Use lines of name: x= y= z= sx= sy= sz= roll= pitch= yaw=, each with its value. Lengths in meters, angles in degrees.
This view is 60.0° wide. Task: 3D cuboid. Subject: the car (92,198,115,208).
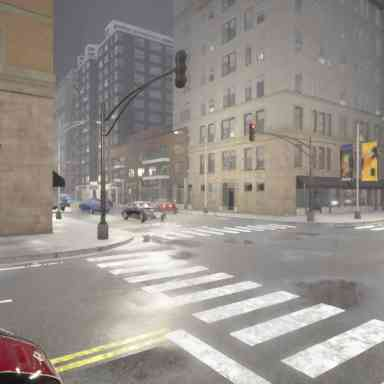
car: x=-12.651 y=1.560 z=47.556 sx=1.802 sy=1.307 sz=4.206 roll=0 pitch=0 yaw=-35

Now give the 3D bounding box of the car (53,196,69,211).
car: x=-16.072 y=1.517 z=38.479 sx=1.947 sy=1.339 sz=4.313 roll=0 pitch=0 yaw=-35

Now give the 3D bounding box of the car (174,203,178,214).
car: x=-3.228 y=1.425 z=34.181 sx=1.967 sy=1.590 sz=4.097 roll=0 pitch=0 yaw=-35

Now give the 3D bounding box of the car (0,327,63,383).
car: x=-2.864 y=1.352 z=1.426 sx=4.553 sy=1.767 sz=2.097 roll=0 pitch=0 yaw=-36

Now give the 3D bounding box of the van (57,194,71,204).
van: x=-25.213 y=1.328 z=65.390 sx=1.690 sy=1.788 sz=3.998 roll=0 pitch=0 yaw=-35

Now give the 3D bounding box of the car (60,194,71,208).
car: x=-18.410 y=1.311 z=46.258 sx=2.097 sy=1.767 sz=4.553 roll=0 pitch=0 yaw=-35

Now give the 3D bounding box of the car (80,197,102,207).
car: x=-15.889 y=1.504 z=52.153 sx=1.752 sy=1.417 sz=4.829 roll=0 pitch=0 yaw=-35

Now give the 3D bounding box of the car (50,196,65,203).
car: x=-28.354 y=1.556 z=69.848 sx=1.947 sy=1.339 sz=4.313 roll=0 pitch=0 yaw=-35

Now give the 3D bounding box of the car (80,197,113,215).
car: x=-10.033 y=1.441 z=34.313 sx=1.882 sy=1.535 sz=5.008 roll=0 pitch=0 yaw=-35

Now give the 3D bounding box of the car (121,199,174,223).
car: x=-3.772 y=1.464 z=25.426 sx=2.128 sy=1.511 sz=4.902 roll=0 pitch=0 yaw=-35
